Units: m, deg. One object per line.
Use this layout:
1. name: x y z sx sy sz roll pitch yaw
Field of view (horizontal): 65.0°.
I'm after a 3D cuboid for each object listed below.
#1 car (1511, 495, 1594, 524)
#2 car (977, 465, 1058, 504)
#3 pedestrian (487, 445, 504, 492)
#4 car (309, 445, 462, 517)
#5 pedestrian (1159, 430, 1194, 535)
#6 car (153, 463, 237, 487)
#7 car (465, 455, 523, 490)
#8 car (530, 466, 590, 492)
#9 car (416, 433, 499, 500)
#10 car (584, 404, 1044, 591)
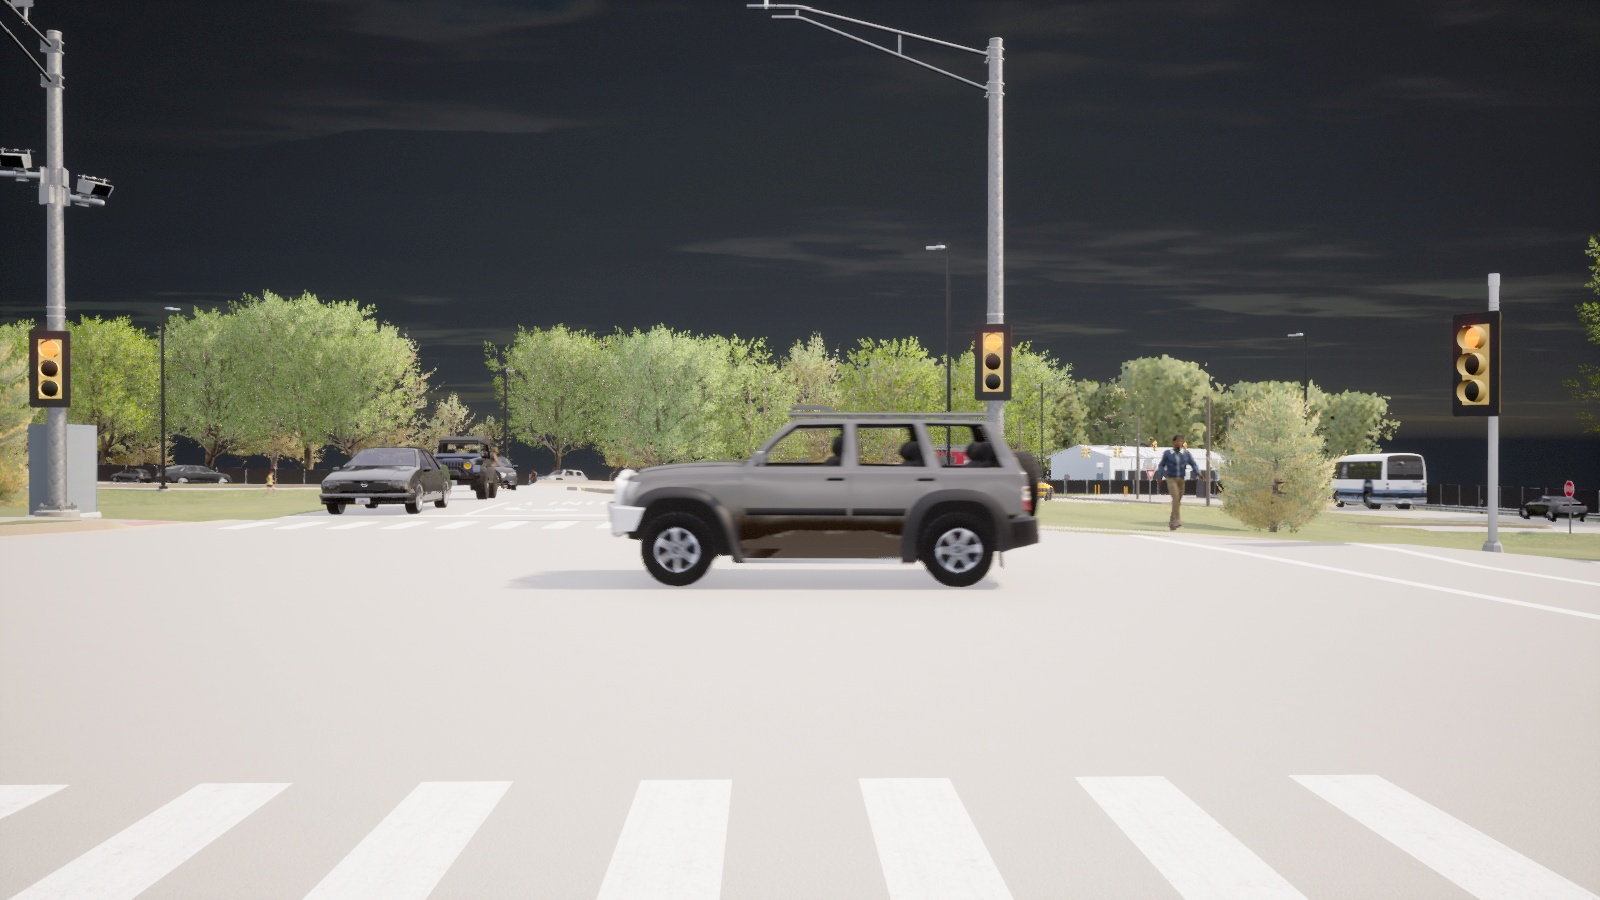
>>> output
1. car: 44.836 3.517 74.939 2.128 1.511 4.902 0 0 2
2. car: 10.066 1.605 57.684 1.801 1.575 5.366 1 -3 31
3. pedestrian: -12.099 0.722 49.959 0.634 1.846 0.331 0 1 -17
4. car: -8.879 0.613 27.407 2.033 1.411 5.357 0 0 -6
5. pedestrian: 7.059 0.598 23.554 0.423 1.949 0.788 0 1 1
6. car: -40.912 1.727 85.025 1.837 1.490 4.892 -1 -2 33
7. car: -13.813 1.015 56.467 2.128 1.511 4.902 0 -1 -19
8. car: -16.659 2.033 87.389 1.970 1.475 3.806 -5 -7 36
9. car: -10.076 0.493 37.225 1.905 1.878 3.866 0 -1 -8
10. car: 0.144 0.469 13.554 4.605 1.855 1.932 0 1 1
